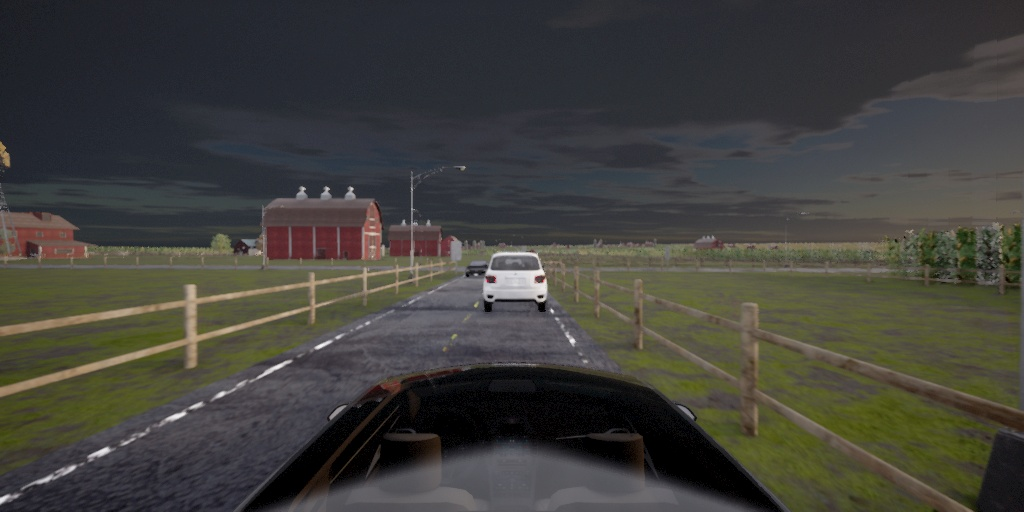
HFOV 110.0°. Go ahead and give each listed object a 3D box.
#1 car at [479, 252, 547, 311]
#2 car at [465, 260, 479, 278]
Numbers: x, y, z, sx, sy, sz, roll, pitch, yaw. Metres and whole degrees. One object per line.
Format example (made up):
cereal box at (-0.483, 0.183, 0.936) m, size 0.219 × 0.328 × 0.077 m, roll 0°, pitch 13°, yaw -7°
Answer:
car at (0.103, 0.862, 13.997) m, size 2.150 × 2.045 × 5.566 m, roll 0°, pitch 1°, yaw 0°
car at (-2.767, 1.041, 30.370) m, size 2.033 × 1.411 × 5.357 m, roll 0°, pitch 0°, yaw 0°
